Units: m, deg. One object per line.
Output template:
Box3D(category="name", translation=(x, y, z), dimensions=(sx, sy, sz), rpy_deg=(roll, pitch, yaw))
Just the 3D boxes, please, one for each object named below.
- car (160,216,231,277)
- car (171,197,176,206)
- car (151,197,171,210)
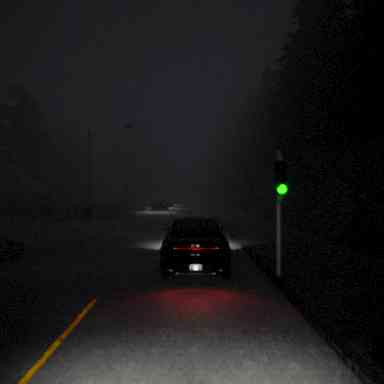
Box3D(category="car", translation=(0.095, 1.515, 10.275), dimensions=(1.837, 1.490, 4.892), rpy_deg=(0, 0, 0))
Box3D(category="car", translation=(-4.069, 1.524, 52.065), dimensions=(1.882, 1.535, 5.008), rpy_deg=(0, 0, 0))
Box3D(category="car", translation=(-4.093, 1.516, 42.719), dimensions=(1.882, 1.535, 5.008), rpy_deg=(0, 0, 0))
